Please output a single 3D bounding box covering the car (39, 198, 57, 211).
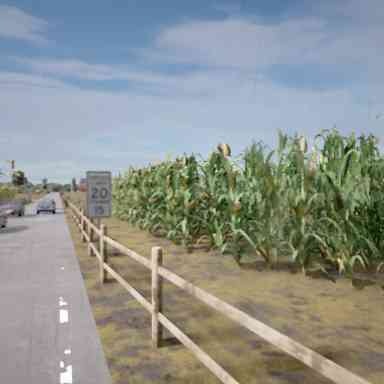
[{"bbox_3d":[-19.668,1.643,45.589,2.128,1.511,4.902,0,0,-22],"label":"car"}]

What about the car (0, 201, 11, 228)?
[{"bbox_3d":[-12.224,1.429,19.374,2.097,1.767,4.553,0,0,-21],"label":"car"}]

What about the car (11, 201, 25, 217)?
[{"bbox_3d":[-17.163,1.608,31.783,2.128,1.511,4.902,0,0,-21],"label":"car"}]

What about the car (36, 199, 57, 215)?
[{"bbox_3d":[-15.948,1.667,36.450,2.033,1.411,5.357,0,0,-21],"label":"car"}]
